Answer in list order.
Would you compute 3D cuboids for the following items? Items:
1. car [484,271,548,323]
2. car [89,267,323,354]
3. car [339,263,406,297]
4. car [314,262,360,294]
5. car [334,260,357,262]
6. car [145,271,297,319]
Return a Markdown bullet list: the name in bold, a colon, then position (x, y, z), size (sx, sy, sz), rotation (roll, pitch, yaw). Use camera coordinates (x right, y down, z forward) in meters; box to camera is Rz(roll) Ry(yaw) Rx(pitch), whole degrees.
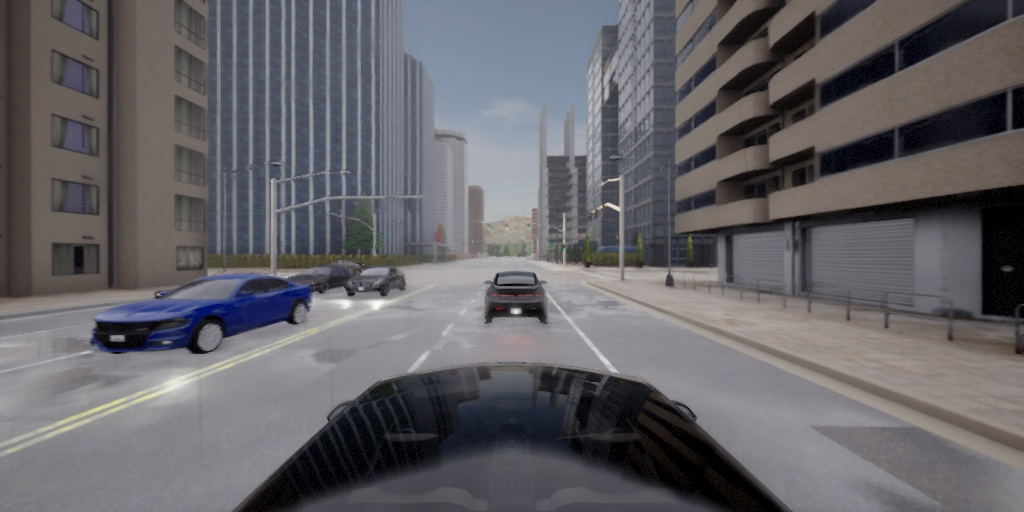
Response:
- **car**: position (0.120, 1.235, 12.037), size (1.837, 1.490, 4.892), rotation (0, 0, 0)
- **car**: position (-7.066, 1.209, 8.928), size (1.882, 1.535, 5.008), rotation (0, 0, 0)
- **car**: position (-6.965, 1.238, 18.910), size (1.812, 1.442, 4.674), rotation (0, 0, 0)
- **car**: position (-10.452, 1.255, 20.031), size (2.033, 1.411, 5.357), rotation (0, 0, 0)
- **car**: position (-18.760, 1.157, 39.550), size (4.902, 1.511, 2.128), rotation (0, 0, 10)
- **car**: position (-10.534, 1.321, 13.575), size (1.895, 1.301, 4.718), rotation (0, 0, 0)
